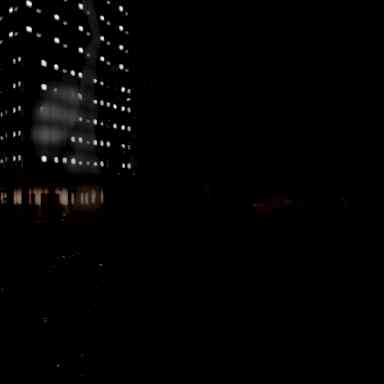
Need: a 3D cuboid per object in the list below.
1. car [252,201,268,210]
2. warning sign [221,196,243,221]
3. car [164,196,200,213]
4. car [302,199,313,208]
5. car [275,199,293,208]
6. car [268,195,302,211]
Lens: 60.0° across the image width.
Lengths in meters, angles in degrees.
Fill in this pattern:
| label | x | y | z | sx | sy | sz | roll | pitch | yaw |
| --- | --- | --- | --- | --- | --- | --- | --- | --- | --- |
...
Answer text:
| label | x | y | z | sx | sy | sz | roll | pitch | yaw |
| --- | --- | --- | --- | --- | --- | --- | --- | --- | --- |
| car | 10.363 | 1.889 | 47.341 | 1.895 | 1.301 | 4.718 | 0 | 0 | 33 |
| warning sign | 3.088 | 1.243 | 25.607 | 1.300 | 1.860 | 1.060 | 0 | 0 | 34 |
| car | -1.144 | 1.467 | 41.981 | 2.150 | 2.045 | 5.566 | 0 | 0 | 34 |
| car | 18.148 | 1.807 | 53.729 | 1.882 | 1.535 | 5.008 | 0 | 0 | 31 |
| car | 15.367 | 1.867 | 55.411 | 1.812 | 1.442 | 4.674 | 0 | 0 | 31 |
| car | 12.652 | 1.489 | 44.905 | 2.150 | 2.045 | 5.566 | 0 | -1 | 34 |
